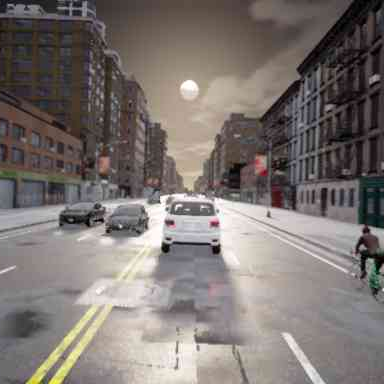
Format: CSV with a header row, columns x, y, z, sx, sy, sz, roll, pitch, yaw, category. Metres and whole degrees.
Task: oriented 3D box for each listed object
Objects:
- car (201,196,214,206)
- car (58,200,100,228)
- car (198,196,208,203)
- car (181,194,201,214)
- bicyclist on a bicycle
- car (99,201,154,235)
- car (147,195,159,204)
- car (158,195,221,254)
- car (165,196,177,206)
x,y,z,sx,sy,sz,roll,pitch,yaw,category
2.915,1.618,62.346,2.097,1.767,4.553,2,0,0,car
-6.761,1.313,21.058,1.882,1.535,5.008,2,0,0,car
2.696,1.826,79.864,2.128,1.511,4.902,2,0,0,car
-0.180,1.327,39.547,2.150,2.045,5.566,2,0,0,car
4.059,1.616,7.671,0.582,1.620,1.656,2,0,0,bicyclist on a bicycle
-3.501,1.445,18.697,1.837,1.490,4.892,2,0,0,car
-6.950,1.281,61.560,2.097,1.767,4.553,2,0,0,car
-0.017,1.266,14.075,2.150,2.045,5.566,2,0,0,car
-3.696,1.538,58.845,1.837,1.490,4.892,2,0,0,car
